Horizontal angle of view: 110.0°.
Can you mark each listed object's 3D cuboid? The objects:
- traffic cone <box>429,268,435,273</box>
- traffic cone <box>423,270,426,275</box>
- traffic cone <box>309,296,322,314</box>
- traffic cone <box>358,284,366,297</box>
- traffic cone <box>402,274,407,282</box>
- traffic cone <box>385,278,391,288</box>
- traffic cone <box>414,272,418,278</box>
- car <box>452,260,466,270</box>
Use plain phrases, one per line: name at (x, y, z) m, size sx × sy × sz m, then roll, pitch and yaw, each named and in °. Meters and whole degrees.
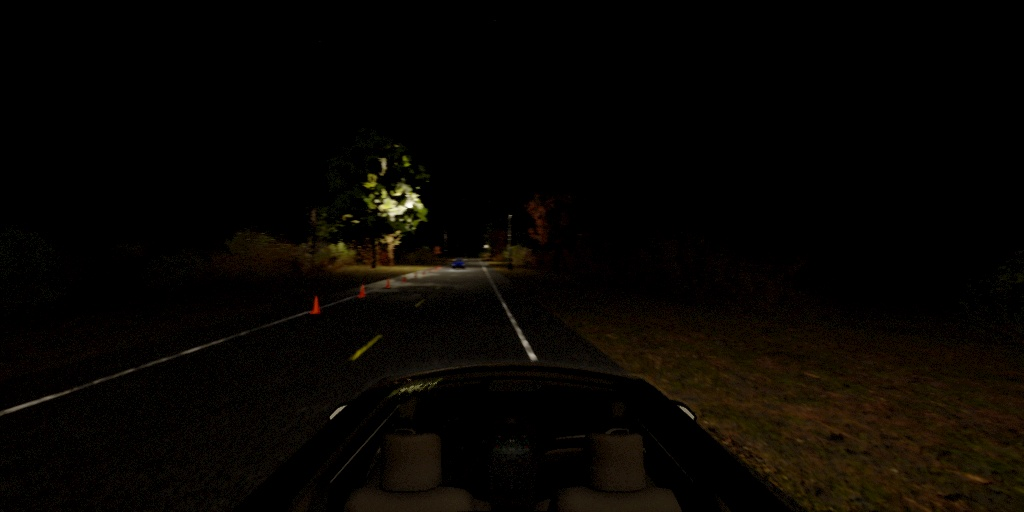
traffic cone at (-9.621, 1.666, 42.271) m, size 0.340 × 0.580 × 0.340 m, roll 0°, pitch 0°, yaw -5°
traffic cone at (-9.146, 1.667, 37.293) m, size 0.340 × 0.580 × 0.340 m, roll 0°, pitch 0°, yaw -5°
traffic cone at (-6.769, 1.673, 12.404) m, size 0.340 × 0.580 × 0.340 m, roll 0°, pitch 0°, yaw -5°
traffic cone at (-7.245, 1.672, 17.381) m, size 0.340 × 0.580 × 0.340 m, roll 0°, pitch 0°, yaw -5°
traffic cone at (-8.195, 1.669, 27.337) m, size 0.340 × 0.580 × 0.340 m, roll 0°, pitch 0°, yaw -5°
traffic cone at (-7.720, 1.670, 22.359) m, size 0.340 × 0.580 × 0.340 m, roll 0°, pitch 0°, yaw -5°
traffic cone at (-8.670, 1.668, 32.315) m, size 0.340 × 0.580 × 0.340 m, roll 0°, pitch 0°, yaw -5°
car at (-7.744, 1.249, 52.334) m, size 1.812 × 1.442 × 4.674 m, roll 0°, pitch 0°, yaw -6°
